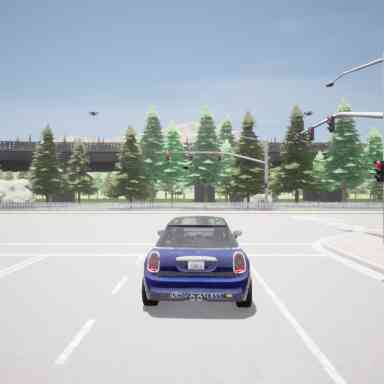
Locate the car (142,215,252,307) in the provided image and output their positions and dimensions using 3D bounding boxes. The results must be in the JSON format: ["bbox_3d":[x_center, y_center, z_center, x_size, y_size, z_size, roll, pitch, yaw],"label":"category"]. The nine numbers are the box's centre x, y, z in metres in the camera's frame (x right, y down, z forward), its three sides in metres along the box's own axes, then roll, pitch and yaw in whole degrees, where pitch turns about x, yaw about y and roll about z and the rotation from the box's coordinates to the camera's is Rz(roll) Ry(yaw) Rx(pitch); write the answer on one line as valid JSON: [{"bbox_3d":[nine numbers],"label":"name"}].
[{"bbox_3d":[0.173,1.352,8.152,2.097,1.767,4.553,0,0,3],"label":"car"}]
